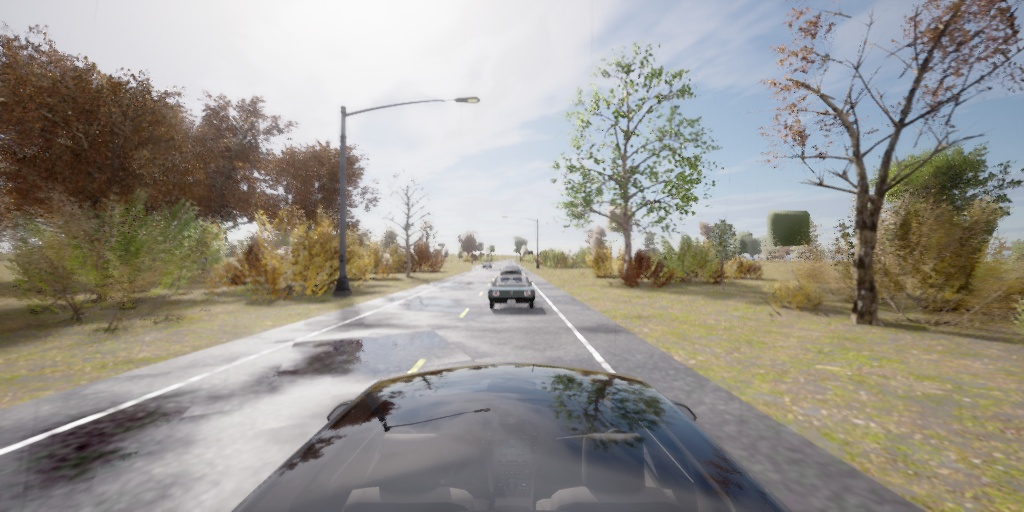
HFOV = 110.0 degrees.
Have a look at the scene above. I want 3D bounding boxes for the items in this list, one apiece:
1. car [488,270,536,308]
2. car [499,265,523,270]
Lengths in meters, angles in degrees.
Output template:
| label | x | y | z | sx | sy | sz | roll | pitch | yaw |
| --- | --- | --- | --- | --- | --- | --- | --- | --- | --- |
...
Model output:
| label | x | y | z | sx | sy | sz | roll | pitch | yaw |
| --- | --- | --- | --- | --- | --- | --- | --- | --- | --- |
| car | -0.015 | 1.487 | 15.967 | 1.895 | 1.301 | 4.718 | 0 | -1 | 0 |
| car | -0.075 | 1.539 | 31.178 | 1.837 | 1.490 | 4.892 | 0 | 0 | 0 |
